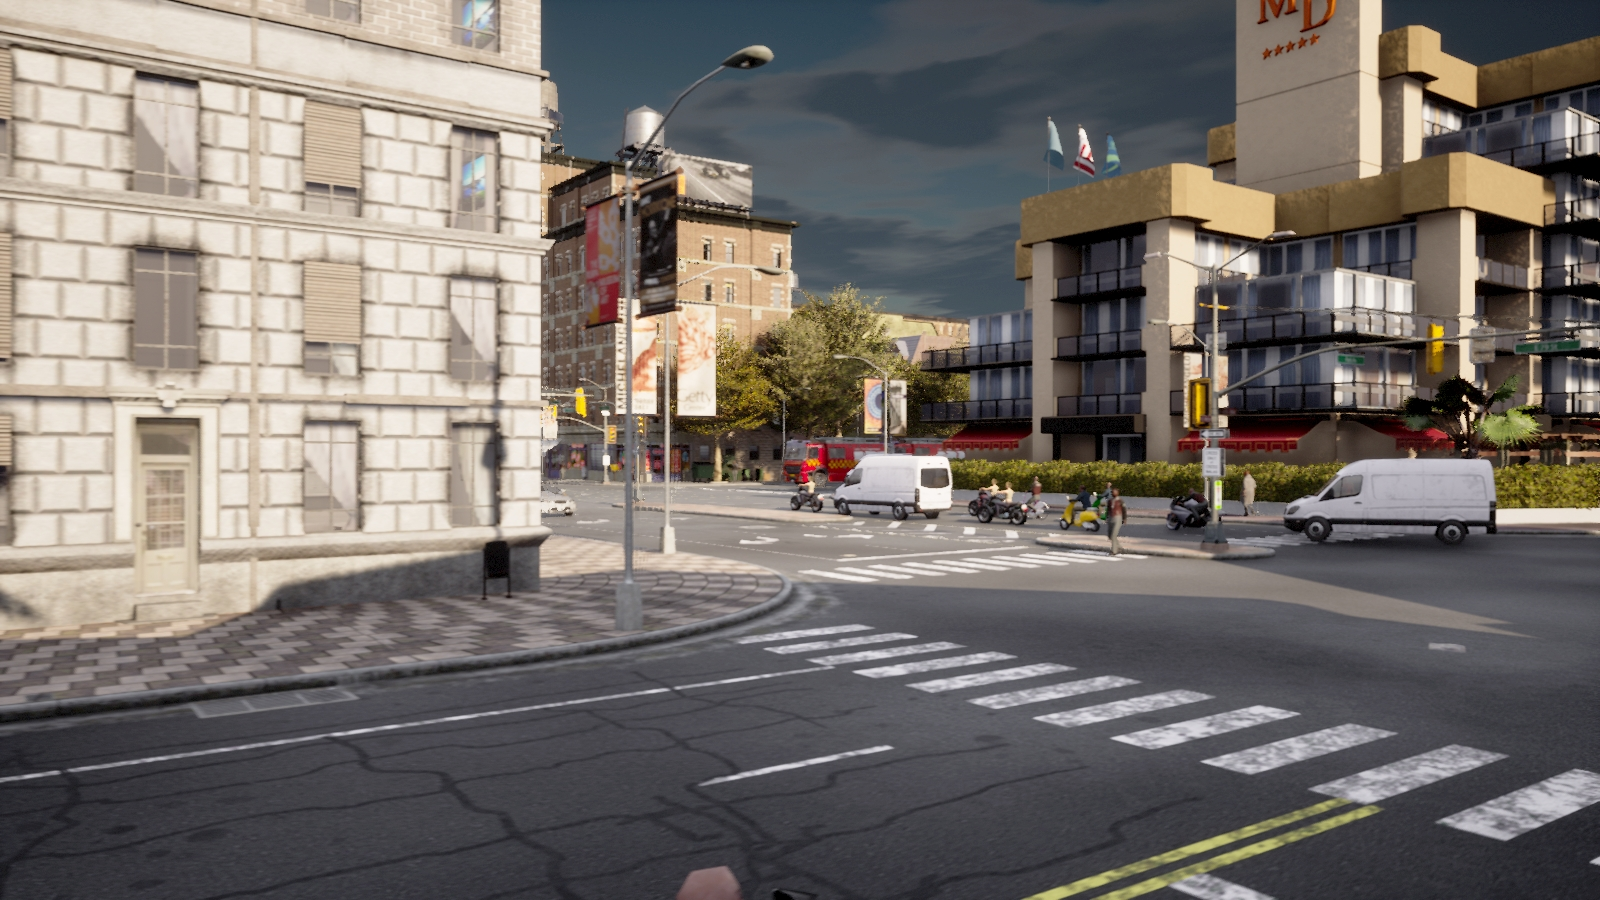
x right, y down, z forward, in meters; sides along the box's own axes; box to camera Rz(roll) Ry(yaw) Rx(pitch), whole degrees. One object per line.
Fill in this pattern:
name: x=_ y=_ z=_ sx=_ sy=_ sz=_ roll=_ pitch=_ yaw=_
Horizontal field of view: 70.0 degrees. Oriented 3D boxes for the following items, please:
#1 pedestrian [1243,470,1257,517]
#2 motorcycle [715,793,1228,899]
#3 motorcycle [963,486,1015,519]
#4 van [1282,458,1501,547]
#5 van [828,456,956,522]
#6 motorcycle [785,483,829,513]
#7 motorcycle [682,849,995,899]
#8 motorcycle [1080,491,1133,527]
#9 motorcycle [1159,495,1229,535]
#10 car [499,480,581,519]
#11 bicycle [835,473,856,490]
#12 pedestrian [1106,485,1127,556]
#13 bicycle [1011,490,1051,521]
pedestrian: x=17.934 y=1.727 z=45.513 sx=0.375 sy=1.860 sz=0.375 roll=0 pitch=0 yaw=-22
motorcycle: x=0.741 y=2.216 z=4.582 sx=2.033 sy=1.145 sz=0.803 roll=0 pitch=0 yaw=-34
motorcycle: x=7.908 y=2.196 z=47.879 sx=0.764 sy=1.277 sz=2.356 roll=0 pitch=0 yaw=-34
van: x=18.307 y=1.561 z=35.697 sx=5.915 sy=2.561 sz=1.988 roll=0 pitch=0 yaw=25
van: x=3.748 y=1.558 z=47.954 sx=1.988 sy=2.561 sz=5.915 roll=0 pitch=0 yaw=-36
motorcycle: x=0.303 y=2.194 z=52.696 sx=0.764 sy=1.277 sz=2.356 roll=0 pitch=0 yaw=-37
motorcycle: x=-0.331 y=2.207 z=3.544 sx=2.209 sy=1.251 sz=0.867 roll=0 pitch=0 yaw=-35
motorcycle: x=11.576 y=2.208 z=43.154 sx=0.856 sy=1.236 sz=1.805 roll=0 pitch=0 yaw=-36
motorcycle: x=13.688 y=2.231 z=39.743 sx=0.867 sy=1.251 sz=2.209 roll=0 pitch=0 yaw=-39
car: x=-11.143 y=2.081 z=48.836 sx=1.816 sy=1.474 sz=4.193 roll=0 pitch=0 yaw=-38
bicycle: x=3.280 y=2.249 z=82.687 sx=1.835 sy=1.171 sz=0.329 roll=0 pitch=0 yaw=-43
pedestrian: x=8.403 y=1.867 z=30.332 sx=0.375 sy=1.860 sz=0.375 roll=0 pitch=0 yaw=-44
bicycle: x=9.351 y=2.236 z=46.270 sx=0.329 sy=1.171 sz=1.835 roll=0 pitch=0 yaw=-36
